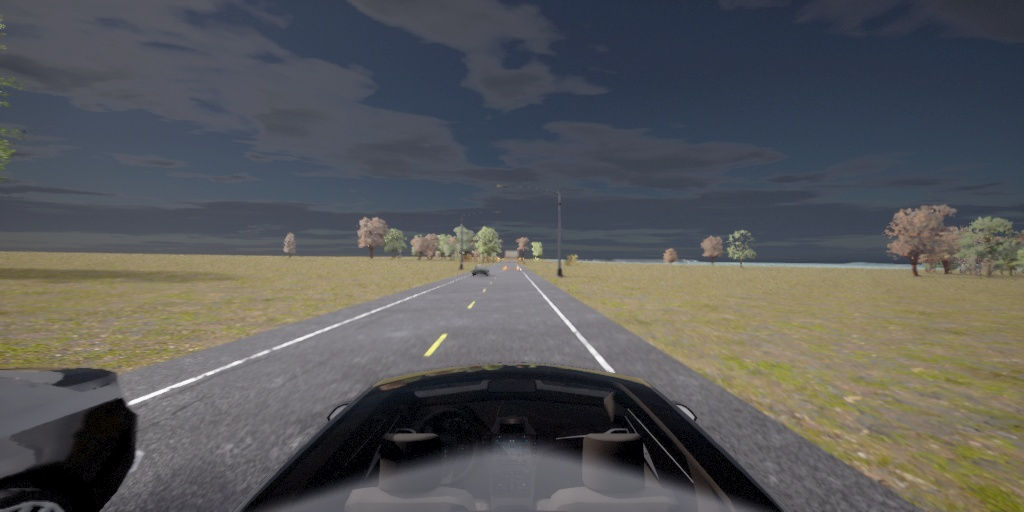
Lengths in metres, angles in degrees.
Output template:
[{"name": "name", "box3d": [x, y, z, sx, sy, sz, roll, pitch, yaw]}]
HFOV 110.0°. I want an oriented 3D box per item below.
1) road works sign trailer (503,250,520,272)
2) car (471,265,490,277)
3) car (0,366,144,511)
[{"name": "road works sign trailer", "box3d": [-0.040, 0.746, 58.307, 2.380, 3.560, 2.880, 0, 0, 0]}, {"name": "car", "box3d": [-3.613, 1.725, 41.633, 1.895, 1.301, 4.718, 0, -1, 0]}, {"name": "car", "box3d": [-3.601, 1.230, 0.491, 2.128, 1.511, 4.902, 0, -1, 0]}]
